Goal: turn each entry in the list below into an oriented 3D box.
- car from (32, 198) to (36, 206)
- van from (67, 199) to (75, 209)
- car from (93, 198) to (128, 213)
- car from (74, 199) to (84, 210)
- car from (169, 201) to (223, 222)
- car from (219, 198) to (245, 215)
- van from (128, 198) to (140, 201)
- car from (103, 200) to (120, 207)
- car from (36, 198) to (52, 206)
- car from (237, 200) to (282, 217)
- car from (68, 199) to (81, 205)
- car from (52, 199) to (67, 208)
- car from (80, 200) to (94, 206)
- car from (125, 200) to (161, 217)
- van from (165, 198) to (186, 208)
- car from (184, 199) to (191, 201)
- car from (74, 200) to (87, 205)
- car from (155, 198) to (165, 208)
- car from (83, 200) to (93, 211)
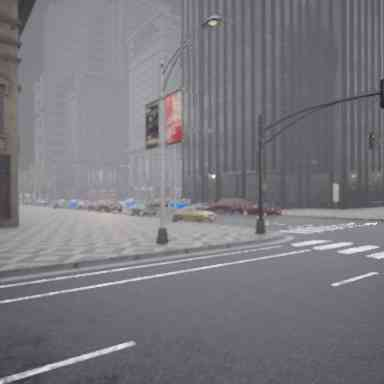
[{"bbox_3d":[-37.866,2.743,82.718,1.802,1.307,4.206,-1,0,-35],"label":"car"},{"bbox_3d":[-19.646,2.097,57.075,1.690,1.788,3.998,-1,0,-35],"label":"van"},{"bbox_3d":[-11.155,1.875,45.128,2.192,1.841,5.009,-1,0,-35],"label":"car"},{"bbox_3d":[-16.813,2.131,53.093,1.967,1.590,4.097,-1,0,-35],"label":"car"},{"bbox_3d":[0.270,1.819,29.060,1.752,1.417,4.829,-1,0,-35],"label":"car"},{"bbox_3d":[4.181,1.633,38.281,2.192,1.841,5.009,-1,0,-35],"label":"car"},{"bbox_3d":[-10.530,2.000,59.030,1.690,1.788,3.998,-1,0,-35],"label":"van"},{"bbox_3d":[-16.153,2.369,66.884,1.802,1.307,4.206,-1,0,-35],"label":"car"},{"bbox_3d":[-34.752,2.639,78.336,1.887,1.381,4.507,-1,0,-35],"label":"car"},{"bbox_3d":[7.129,1.793,34.130,1.887,1.381,4.507,-1,0,-35],"label":"car"},{"bbox_3d":[-31.222,2.671,88.085,2.008,1.369,4.403,-1,0,-35],"label":"car"},{"bbox_3d":[-25.408,2.327,65.186,1.967,1.590,4.097,-1,0,-35],"label":"car"},{"bbox_3d":[-25.194,2.557,79.604,1.947,1.339,4.313,-1,0,-35],"label":"car"},{"bbox_3d":[-5.488,1.979,37.164,2.008,1.369,4.403,-1,0,-35],"label":"car"},{"bbox_3d":[-1.703,1.796,46.580,1.690,1.788,3.998,-1,0,-35],"label":"van"},{"bbox_3d":[1.245,1.968,42.430,1.802,1.307,4.206,-1,0,-35],"label":"car"},{"bbox_3d":[-28.208,2.622,83.846,1.947,1.339,4.313,-1,0,-35],"label":"car"},{"bbox_3d":[-4.646,1.839,50.730,2.192,1.841,5.009,-1,0,-35],"label":"car"},{"bbox_3d":[-13.980,2.170,49.111,1.887,1.381,4.507,-1,0,-35],"label":"car"}]
